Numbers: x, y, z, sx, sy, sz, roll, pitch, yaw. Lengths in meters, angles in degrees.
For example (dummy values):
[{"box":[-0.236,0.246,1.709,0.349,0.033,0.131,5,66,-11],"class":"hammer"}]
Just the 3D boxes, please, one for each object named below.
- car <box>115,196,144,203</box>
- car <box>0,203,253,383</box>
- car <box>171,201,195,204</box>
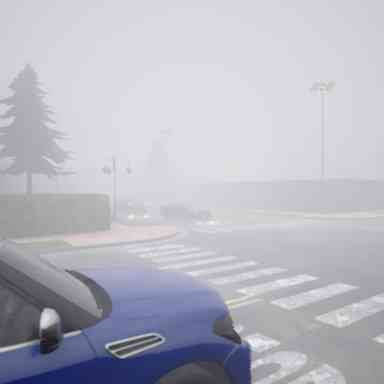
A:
[{"box":[-6.422,1.254,34.446,2.097,1.767,4.553,0,0,-35],"class":"car"},{"box":[-2.096,1.224,2.278,5.566,2.045,2.150,0,0,-35],"class":"car"},{"box":[-0.654,1.449,26.317,2.033,1.411,5.357,0,0,-36],"class":"car"}]
